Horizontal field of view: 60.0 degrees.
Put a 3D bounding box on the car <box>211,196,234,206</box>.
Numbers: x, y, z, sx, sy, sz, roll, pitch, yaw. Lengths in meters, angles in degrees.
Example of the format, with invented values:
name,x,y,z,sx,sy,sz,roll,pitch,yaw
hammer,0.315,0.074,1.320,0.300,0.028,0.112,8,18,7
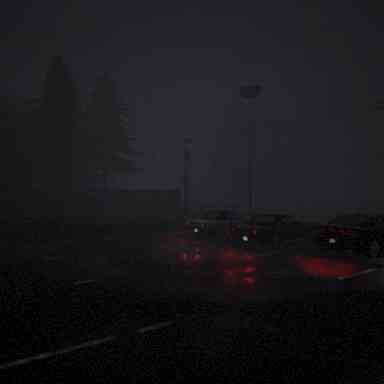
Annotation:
name,x,y,z,sx,sy,sz,roll,pitch,yaw
car,5.414,1.575,58.797,2.097,1.767,4.553,0,0,-35

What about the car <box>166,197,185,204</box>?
name,x,y,z,sx,sy,sz,roll,pitch,yaw
car,-3.577,1.747,71.324,1.812,1.442,4.674,0,0,-36

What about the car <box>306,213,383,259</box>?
name,x,y,z,sx,sy,sz,roll,pitch,yaw
car,6.880,1.553,12.966,5.008,1.535,1.882,0,0,-35

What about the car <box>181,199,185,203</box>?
name,x,y,z,sx,sy,sz,roll,pitch,yaw
car,-3.492,1.640,53.157,1.882,1.535,5.008,0,0,-36

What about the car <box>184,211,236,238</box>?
name,x,y,z,sx,sy,sz,roll,pitch,yaw
car,2.015,1.671,18.095,4.718,1.301,1.895,0,0,-35

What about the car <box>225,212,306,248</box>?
name,x,y,z,sx,sy,sz,roll,pitch,yaw
car,4.049,1.671,15.246,4.718,1.301,1.895,0,0,-35

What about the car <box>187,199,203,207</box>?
name,x,y,z,sx,sy,sz,roll,pitch,yaw
car,-0.177,1.783,54.548,1.895,1.301,4.718,0,0,-36
